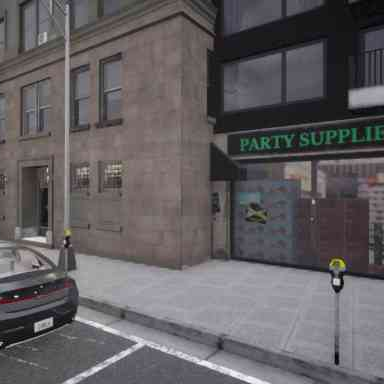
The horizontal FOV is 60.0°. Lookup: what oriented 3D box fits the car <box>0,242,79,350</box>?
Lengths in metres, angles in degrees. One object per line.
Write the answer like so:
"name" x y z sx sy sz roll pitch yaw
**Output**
"car" -3.778 1.550 5.739 4.403 1.369 2.008 0 0 35
